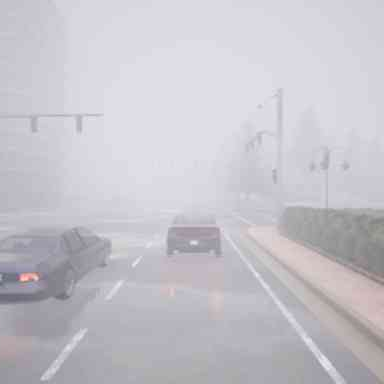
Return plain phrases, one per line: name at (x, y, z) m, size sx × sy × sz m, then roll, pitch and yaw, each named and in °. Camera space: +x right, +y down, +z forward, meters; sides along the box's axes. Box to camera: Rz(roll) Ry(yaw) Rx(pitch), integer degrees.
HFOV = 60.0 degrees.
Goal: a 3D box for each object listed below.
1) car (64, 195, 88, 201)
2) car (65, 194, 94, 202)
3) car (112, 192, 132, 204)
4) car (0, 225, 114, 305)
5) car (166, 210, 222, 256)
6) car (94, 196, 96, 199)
car at (-27.297, 1.377, 78.099) m, size 5.357 × 1.411 × 2.033 m, roll 0°, pitch 0°, yaw 23°
car at (-24.567, 1.389, 72.524) m, size 5.357 × 1.411 × 2.033 m, roll 0°, pitch 0°, yaw 34°
car at (-12.725, 1.094, 60.005) m, size 2.150 × 2.045 × 5.566 m, roll 0°, pitch 0°, yaw -30°
car at (-3.440, 1.529, 8.292) m, size 2.033 × 1.411 × 5.357 m, roll 0°, pitch 0°, yaw 0°
car at (0.070, 1.450, 12.964) m, size 1.882 × 1.535 × 5.008 m, roll 0°, pitch 0°, yaw 0°
car at (-25.924, 1.308, 81.310) m, size 5.008 × 1.535 × 1.882 m, roll 0°, pitch 0°, yaw 23°
